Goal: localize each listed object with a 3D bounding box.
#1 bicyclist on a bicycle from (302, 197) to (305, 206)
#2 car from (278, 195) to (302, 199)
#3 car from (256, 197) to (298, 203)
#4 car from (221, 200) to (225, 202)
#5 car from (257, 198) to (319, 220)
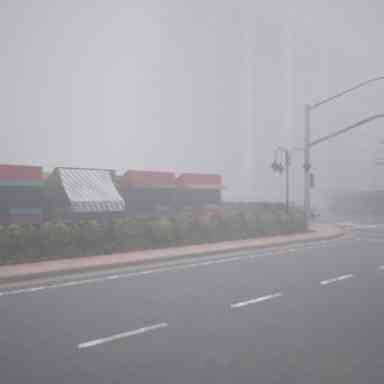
[{"bbox_3d":[15.265,1.465,44.737,1.656,1.620,0.582,0,0,-36],"label":"bicyclist on a bicycle"},{"bbox_3d":[16.340,1.380,57.220,1.905,1.878,3.866,0,0,-36],"label":"car"},{"bbox_3d":[8.123,1.573,34.173,1.882,1.535,5.008,0,0,-36],"label":"car"},{"bbox_3d":[2.710,1.553,35.674,1.882,1.535,5.008,0,0,-36],"label":"car"},{"bbox_3d":[8.288,1.567,27.985,2.128,1.511,4.902,0,0,-36],"label":"car"}]
